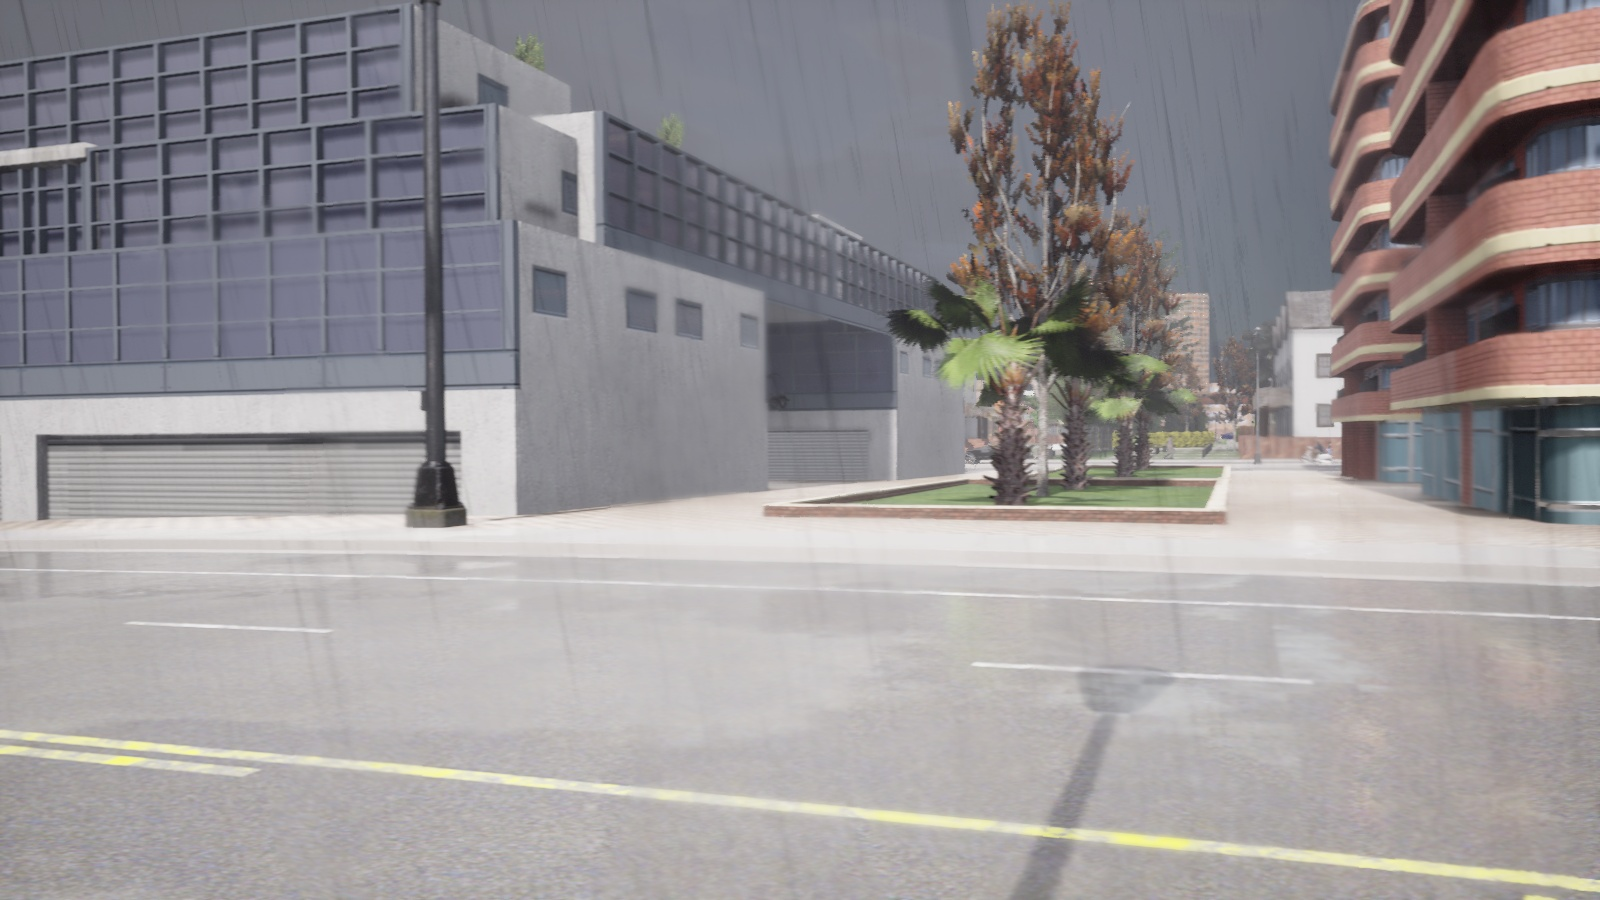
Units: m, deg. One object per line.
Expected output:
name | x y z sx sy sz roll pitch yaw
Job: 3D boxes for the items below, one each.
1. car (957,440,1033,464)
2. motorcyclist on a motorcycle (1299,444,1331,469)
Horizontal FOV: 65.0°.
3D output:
car | 13.925 0.136 89.566 5.027 1.651 2.152 0 1 19
motorcyclist on a motorcycle | 32.606 0.415 79.560 1.817 1.590 0.866 0 1 19
